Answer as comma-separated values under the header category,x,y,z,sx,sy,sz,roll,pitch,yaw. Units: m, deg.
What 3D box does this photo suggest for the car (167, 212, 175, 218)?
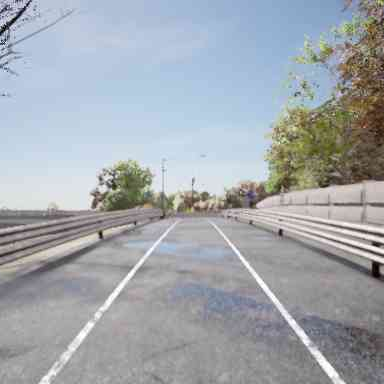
category,x,y,z,sx,sy,sz,roll,pitch,yaw
car,-5.604,4.523,68.072,2.128,1.511,4.902,-3,-5,40

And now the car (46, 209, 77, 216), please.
category,x,y,z,sx,sy,sz,roll,pitch,yaw
car,-20.945,3.521,53.488,4.674,1.442,1.812,3,-5,-39
